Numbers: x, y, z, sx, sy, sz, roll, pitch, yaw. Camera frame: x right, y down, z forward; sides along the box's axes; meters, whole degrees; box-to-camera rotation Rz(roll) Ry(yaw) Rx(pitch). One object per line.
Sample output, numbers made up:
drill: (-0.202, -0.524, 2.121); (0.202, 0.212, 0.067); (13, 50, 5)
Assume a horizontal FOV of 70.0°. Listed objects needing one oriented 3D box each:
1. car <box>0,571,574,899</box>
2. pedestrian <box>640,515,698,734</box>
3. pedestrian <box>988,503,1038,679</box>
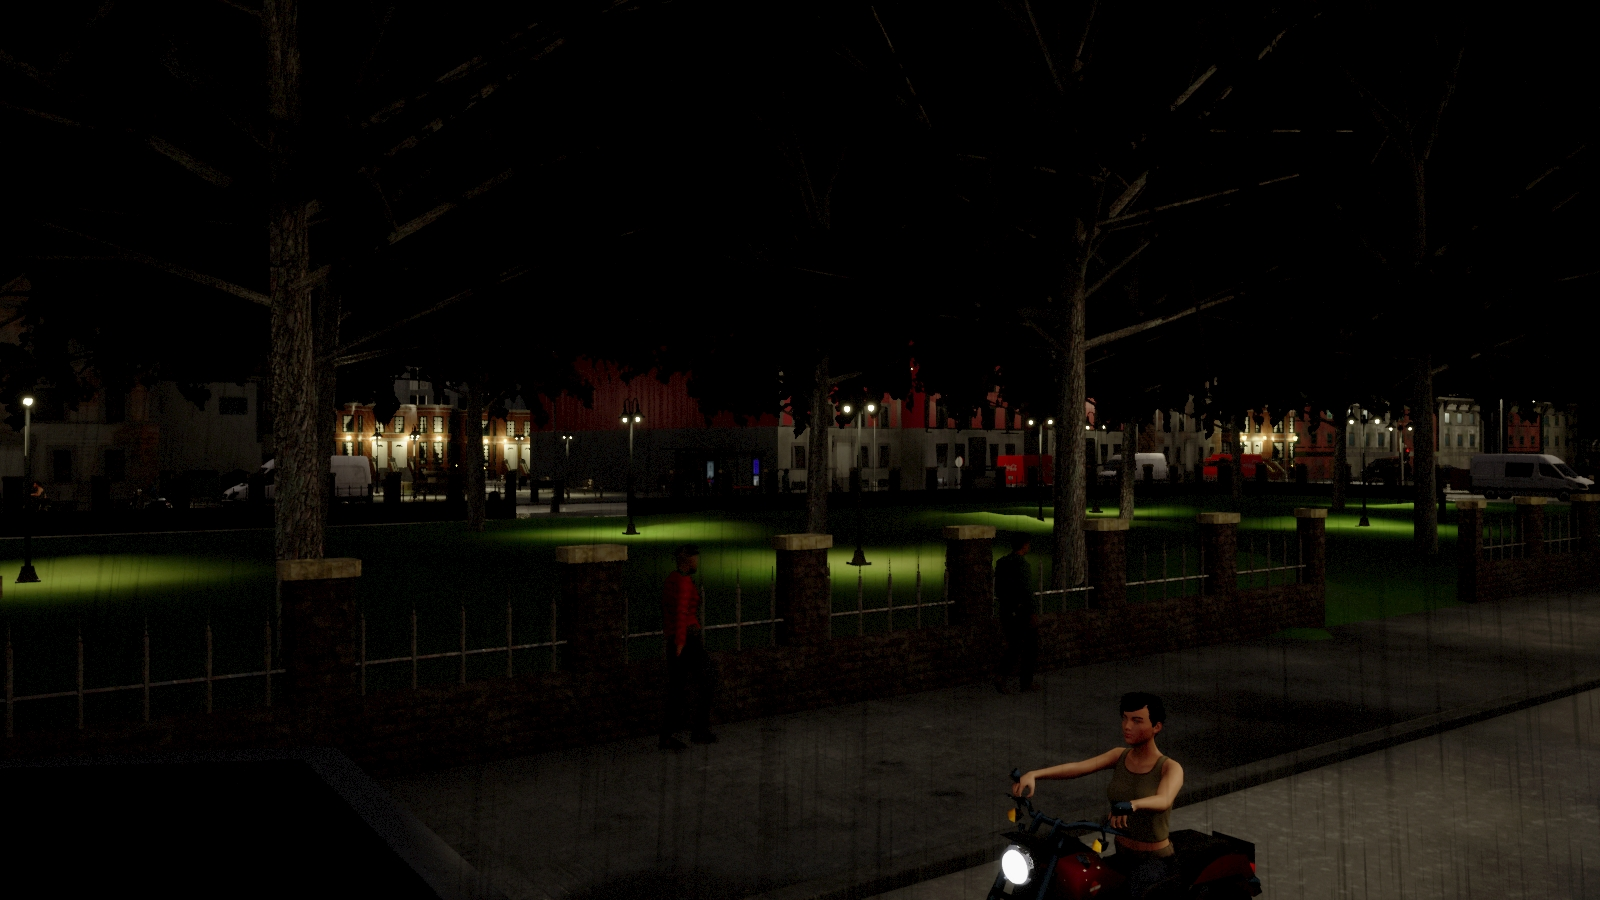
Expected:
car: (-3.767, 1.534, 1.768); (6.274, 2.098, 2.390); (0, 0, -35)
pedestrian: (-1.164, 1.522, 10.121); (0.375, 1.860, 0.375); (0, 0, -35)
pedestrian: (2.324, 1.521, 12.477); (0.375, 1.860, 0.375); (0, 0, -34)
